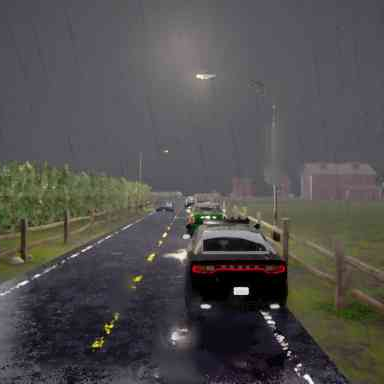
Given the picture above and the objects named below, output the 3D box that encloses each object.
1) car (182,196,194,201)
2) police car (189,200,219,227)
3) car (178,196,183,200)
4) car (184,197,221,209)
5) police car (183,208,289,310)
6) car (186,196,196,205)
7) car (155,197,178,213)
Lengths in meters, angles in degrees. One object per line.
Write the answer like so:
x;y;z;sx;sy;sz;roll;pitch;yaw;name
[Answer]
-0.088;1.625;46.714;1.895;1.301;4.718;0;0;0;car
0.762;1.425;24.058;1.930;1.638;5.238;0;0;0;police car
-2.976;1.690;86.525;2.033;1.411;5.357;0;0;0;car
0.778;1.351;17.919;2.097;1.767;4.553;0;0;0;car
0.804;1.425;8.058;1.930;1.638;5.238;0;0;0;police car
-0.163;1.539;62.734;1.882;1.535;5.008;0;0;0;car
-2.945;1.553;37.215;2.033;1.411;5.357;0;0;0;car
